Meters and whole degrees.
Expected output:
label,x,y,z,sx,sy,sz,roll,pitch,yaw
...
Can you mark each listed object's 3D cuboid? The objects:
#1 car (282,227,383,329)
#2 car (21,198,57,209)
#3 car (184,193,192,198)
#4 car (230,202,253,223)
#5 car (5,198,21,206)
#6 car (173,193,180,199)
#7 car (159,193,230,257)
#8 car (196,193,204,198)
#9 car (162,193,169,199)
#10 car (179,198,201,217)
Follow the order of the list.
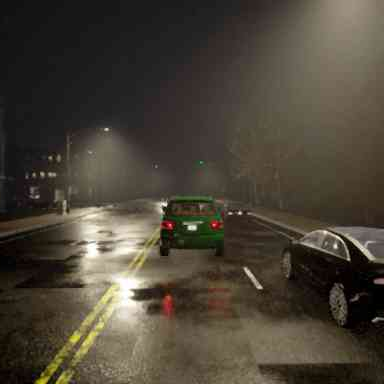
label,x,y,z,sx,sy,sz,roll,pitch,yaw
car,3.284,1.456,6.859,2.128,1.511,4.902,0,0,-1
car,-20.457,1.622,45.526,4.313,1.339,1.947,-1,1,-1
car,-1.062,1.008,93.687,2.128,1.511,4.902,0,0,-1
car,3.098,1.435,24.163,2.033,1.411,5.357,0,0,-1
car,-28.889,1.585,53.941,4.403,1.369,2.008,-1,1,-1
car,-4.328,1.082,95.127,1.812,1.442,4.674,0,0,-1
car,-0.024,1.164,12.855,2.150,2.045,5.566,0,0,-1
car,2.188,0.959,93.725,1.882,1.535,5.008,0,0,-1
car,-7.578,1.084,95.090,1.812,1.442,4.674,0,0,-1
car,-0.226,1.365,30.417,1.837,1.490,4.892,0,0,-1
